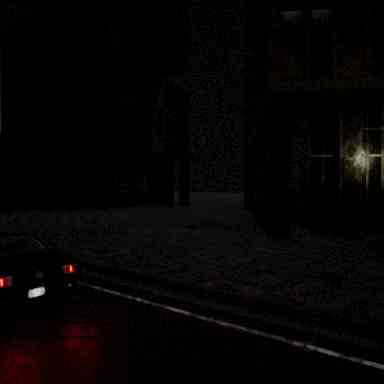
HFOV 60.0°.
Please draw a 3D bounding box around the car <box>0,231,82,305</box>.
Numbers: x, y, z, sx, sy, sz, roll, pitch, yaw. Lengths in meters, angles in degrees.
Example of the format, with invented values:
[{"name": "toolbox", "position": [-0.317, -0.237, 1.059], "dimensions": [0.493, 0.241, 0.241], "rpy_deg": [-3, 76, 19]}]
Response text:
[{"name": "car", "position": [-4.635, 1.546, 7.482], "dimensions": [4.718, 1.301, 1.895], "rpy_deg": [1, 0, 37]}]
